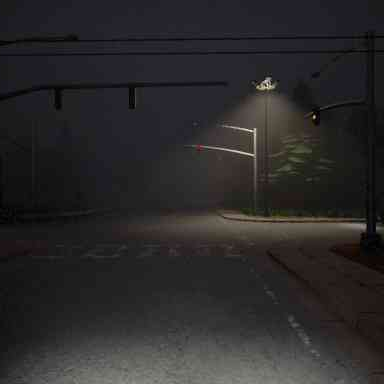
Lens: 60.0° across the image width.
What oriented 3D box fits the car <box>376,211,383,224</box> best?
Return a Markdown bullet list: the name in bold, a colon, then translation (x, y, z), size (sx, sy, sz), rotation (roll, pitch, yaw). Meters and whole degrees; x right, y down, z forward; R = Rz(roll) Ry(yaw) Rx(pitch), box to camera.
- **car**: translation (14.897, 1.513, 22.164), size (4.892, 1.490, 1.837), rotation (0, 0, 1)
